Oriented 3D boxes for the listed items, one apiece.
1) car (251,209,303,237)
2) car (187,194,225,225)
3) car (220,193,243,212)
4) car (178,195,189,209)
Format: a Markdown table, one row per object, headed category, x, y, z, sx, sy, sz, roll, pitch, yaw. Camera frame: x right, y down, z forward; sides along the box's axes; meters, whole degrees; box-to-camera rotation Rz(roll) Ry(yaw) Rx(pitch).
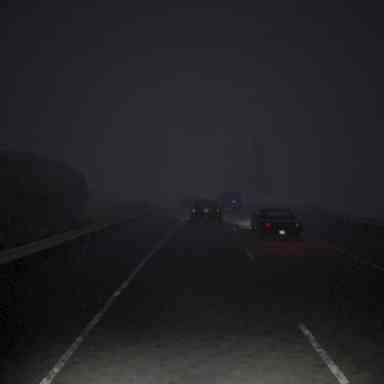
| category | x | y | z | sx | sy | sz | roll | pitch | yaw |
| --- | --- | --- | --- | --- | --- | --- | --- | --- | --- |
| car | 4.235 | 1.529 | 17.365 | 1.895 | 1.301 | 4.718 | 0 | 0 | 3 |
| car | 0.959 | 1.250 | 23.541 | 2.097 | 1.767 | 4.553 | 0 | 0 | 1 |
| car | 3.917 | 1.068 | 36.121 | 2.150 | 2.045 | 5.566 | 0 | 0 | -6 |
| car | -0.563 | 1.171 | 41.912 | 2.097 | 1.767 | 4.553 | 0 | 0 | -10 |
